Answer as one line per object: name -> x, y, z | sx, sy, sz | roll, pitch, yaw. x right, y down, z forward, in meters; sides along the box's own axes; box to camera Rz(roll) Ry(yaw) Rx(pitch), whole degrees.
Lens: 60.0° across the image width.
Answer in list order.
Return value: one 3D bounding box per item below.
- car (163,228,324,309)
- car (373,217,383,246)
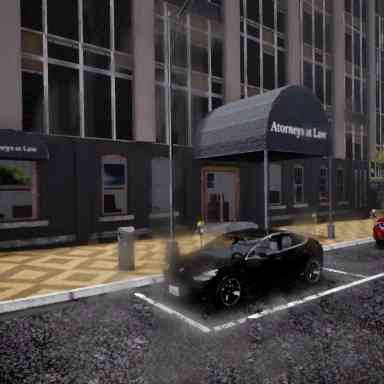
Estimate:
car -> 1.380, 1.564, 7.856 | 4.313, 1.339, 1.947 | 0, -1, -37
car -> 9.651, 1.310, 14.066 | 5.009, 1.841, 2.192 | 0, -1, -37
